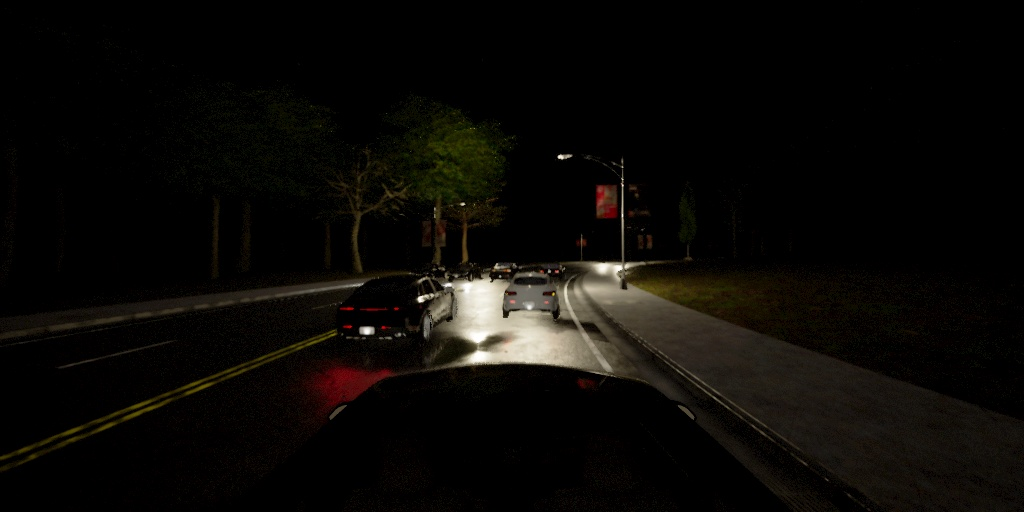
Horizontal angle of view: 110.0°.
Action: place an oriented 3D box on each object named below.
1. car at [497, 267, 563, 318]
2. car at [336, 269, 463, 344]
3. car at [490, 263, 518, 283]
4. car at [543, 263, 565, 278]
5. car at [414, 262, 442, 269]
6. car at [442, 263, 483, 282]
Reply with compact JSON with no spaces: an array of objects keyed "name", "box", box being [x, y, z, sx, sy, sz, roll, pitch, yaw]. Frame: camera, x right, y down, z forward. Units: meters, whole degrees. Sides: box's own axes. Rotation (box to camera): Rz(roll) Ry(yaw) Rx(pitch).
[{"name":"car","box":[0.721,1.291,13.058,1.812,1.442,4.674,0,0,5]},{"name":"car","box":[-2.786,1.262,9.666,1.837,1.490,4.892,0,0,3]},{"name":"car","box":[-0.375,1.267,28.123,2.128,1.511,4.902,0,0,11]},{"name":"car","box":[3.573,1.313,31.330,2.033,1.411,5.357,0,0,13]},{"name":"car","box":[-6.852,1.300,29.970,1.837,1.490,4.892,0,0,12]},{"name":"car","box":[-3.698,1.292,29.165,1.837,1.490,4.892,0,0,11]}]
